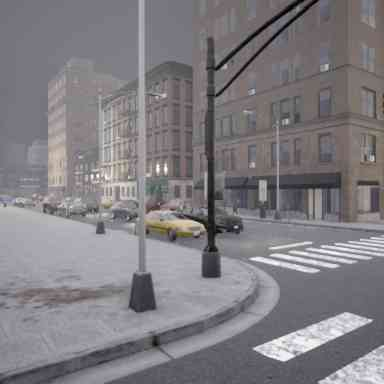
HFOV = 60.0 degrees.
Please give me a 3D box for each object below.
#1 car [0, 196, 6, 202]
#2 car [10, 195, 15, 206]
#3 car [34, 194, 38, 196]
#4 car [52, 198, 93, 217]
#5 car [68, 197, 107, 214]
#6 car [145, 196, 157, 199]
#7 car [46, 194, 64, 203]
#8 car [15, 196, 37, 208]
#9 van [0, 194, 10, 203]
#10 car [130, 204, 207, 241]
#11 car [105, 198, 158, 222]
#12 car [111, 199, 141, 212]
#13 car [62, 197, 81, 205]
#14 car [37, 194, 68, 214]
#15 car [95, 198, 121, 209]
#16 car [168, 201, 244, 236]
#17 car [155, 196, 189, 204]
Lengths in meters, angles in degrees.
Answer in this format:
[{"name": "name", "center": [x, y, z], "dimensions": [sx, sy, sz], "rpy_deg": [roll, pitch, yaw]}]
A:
[{"name": "car", "center": [-44.413, 1.572, 76.895], "dimensions": [2.008, 1.369, 4.403], "rpy_deg": [0, 0, -36]}, {"name": "car", "center": [-27.731, 1.547, 53.813], "dimensions": [1.752, 1.417, 4.829], "rpy_deg": [0, 0, -36]}, {"name": "car", "center": [-34.593, 1.556, 77.007], "dimensions": [1.947, 1.339, 4.313], "rpy_deg": [0, 0, -36]}, {"name": "car", "center": [-11.247, 1.576, 31.007], "dimensions": [2.008, 1.369, 4.403], "rpy_deg": [0, 0, -36]}, {"name": "car", "center": [-11.189, 1.368, 35.281], "dimensions": [2.097, 1.767, 4.553], "rpy_deg": [0, 0, -36]}, {"name": "car", "center": [-4.744, 1.310, 35.707], "dimensions": [2.192, 1.841, 5.009], "rpy_deg": [0, 0, -36]}, {"name": "car", "center": [-27.960, 1.306, 67.828], "dimensions": [2.192, 1.841, 5.009], "rpy_deg": [0, 0, -36]}, {"name": "car", "center": [-24.514, 1.605, 49.362], "dimensions": [1.802, 1.307, 4.206], "rpy_deg": [0, 0, -36]}, {"name": "van", "center": [-37.781, 1.362, 67.717], "dimensions": [1.690, 1.788, 3.998], "rpy_deg": [0, 0, -36]}, {"name": "car", "center": [-1.198, 1.554, 17.102], "dimensions": [1.752, 1.417, 4.829], "rpy_deg": [0, 0, -36]}, {"name": "car", "center": [-4.975, 1.523, 26.661], "dimensions": [1.837, 1.490, 4.892], "rpy_deg": [0, 0, -36]}, {"name": "car", "center": [-8.060, 1.560, 40.296], "dimensions": [1.947, 1.339, 4.313], "rpy_deg": [0, 0, -36]}, {"name": "car", "center": [-21.326, 1.542, 58.651], "dimensions": [2.008, 1.369, 4.403], "rpy_deg": [0, 0, -36]}, {"name": "car", "center": [-14.565, 1.340, 35.595], "dimensions": [2.192, 1.841, 5.009], "rpy_deg": [0, 0, -36]}, {"name": "car", "center": [-11.476, 1.519, 45.022], "dimensions": [1.752, 1.417, 4.829], "rpy_deg": [0, 0, -36]}, {"name": "car", "center": [0.760, 1.496, 18.730], "dimensions": [1.882, 1.535, 5.008], "rpy_deg": [0, 0, -36]}, {"name": "car", "center": [-1.426, 1.436, 31.118], "dimensions": [1.967, 1.590, 4.097], "rpy_deg": [0, 0, -36]}]
